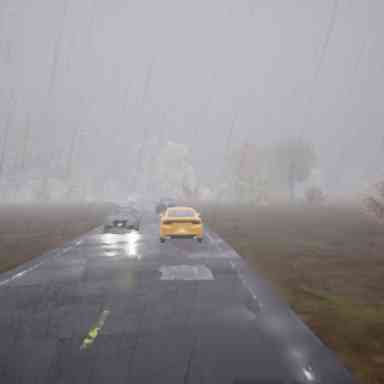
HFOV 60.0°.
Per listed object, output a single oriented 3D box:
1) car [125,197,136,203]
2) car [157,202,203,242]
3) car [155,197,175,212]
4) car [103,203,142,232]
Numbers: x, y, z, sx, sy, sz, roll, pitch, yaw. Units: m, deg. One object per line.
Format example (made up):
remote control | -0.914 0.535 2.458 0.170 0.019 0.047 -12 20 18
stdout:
car | -11.509 1.670 62.393 1.812 1.442 4.674 0 0 -15
car | -0.589 1.483 16.506 1.882 1.535 5.008 0 0 -4
car | -2.965 1.375 37.023 2.097 1.767 4.553 0 0 -9
car | -4.093 1.577 20.108 1.994 1.385 4.181 0 0 -5
